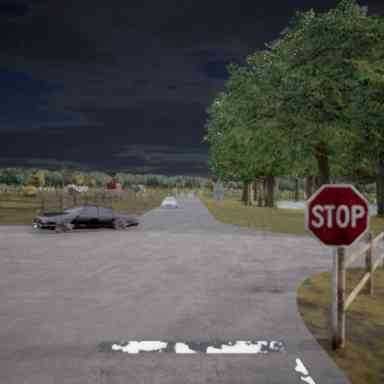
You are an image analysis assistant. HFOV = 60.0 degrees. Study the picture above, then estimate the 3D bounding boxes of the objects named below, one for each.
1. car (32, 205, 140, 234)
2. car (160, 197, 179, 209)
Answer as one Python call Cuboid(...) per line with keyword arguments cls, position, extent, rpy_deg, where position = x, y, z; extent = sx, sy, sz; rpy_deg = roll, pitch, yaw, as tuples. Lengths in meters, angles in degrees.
Cuboid(cls="car", position=(-5.385, 1.377, 17.587), extent=(5.357, 1.411, 2.033), rpy_deg=(4, -1, -40))
Cuboid(cls="car", position=(-2.762, 1.374, 41.825), extent=(1.812, 1.442, 4.674), rpy_deg=(0, 0, 0))
